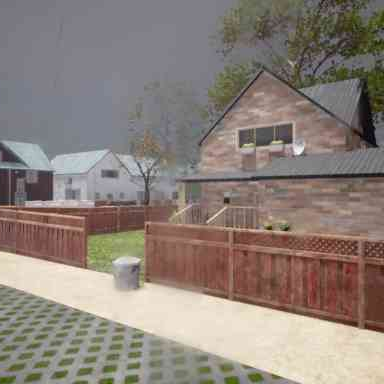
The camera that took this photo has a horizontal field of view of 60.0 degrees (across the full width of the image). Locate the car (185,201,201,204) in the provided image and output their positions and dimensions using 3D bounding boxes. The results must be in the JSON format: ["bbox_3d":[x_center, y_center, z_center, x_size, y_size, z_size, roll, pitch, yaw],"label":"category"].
[{"bbox_3d":[0.216,1.826,40.790,2.128,1.511,4.902,0,0,37],"label":"car"}]

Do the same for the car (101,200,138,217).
[{"bbox_3d":[-6.970,1.574,31.203,2.097,1.767,4.553,0,-1,37],"label":"car"}]
